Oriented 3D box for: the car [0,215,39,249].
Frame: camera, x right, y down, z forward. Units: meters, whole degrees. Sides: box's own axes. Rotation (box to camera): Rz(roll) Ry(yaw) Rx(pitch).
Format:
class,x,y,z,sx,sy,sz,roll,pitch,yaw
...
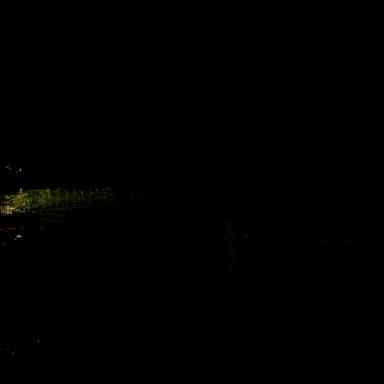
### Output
class,x,y,z,sx,sy,sz,roll,pitch,yaw
car,-9.325,1.957,17.363,1.882,1.535,5.008,-3,0,-34
